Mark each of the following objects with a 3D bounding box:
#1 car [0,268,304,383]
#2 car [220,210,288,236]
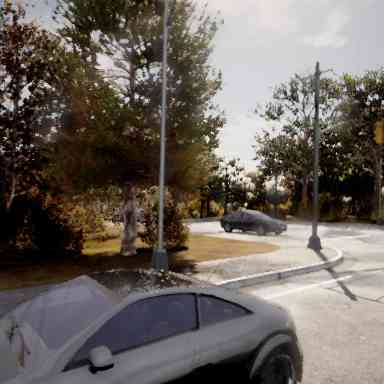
[{"bbox_3d":[-0.816,1.562,3.287,4.181,1.385,1.994,0,0,-35],"label":"car"},{"bbox_3d":[3.946,1.992,21.896,1.837,1.490,4.892,2,-3,-39],"label":"car"}]
